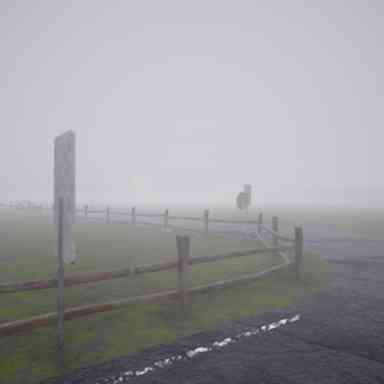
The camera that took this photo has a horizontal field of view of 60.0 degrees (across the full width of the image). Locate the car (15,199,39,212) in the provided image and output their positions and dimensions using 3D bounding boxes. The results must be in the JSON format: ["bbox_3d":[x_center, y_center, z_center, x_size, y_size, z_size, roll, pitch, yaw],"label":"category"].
[{"bbox_3d":[-23.513,1.885,47.331,2.097,1.767,4.553,0,-1,-44],"label":"car"}]
